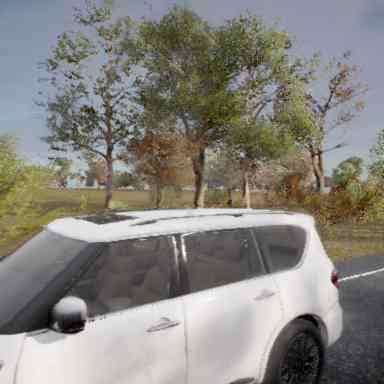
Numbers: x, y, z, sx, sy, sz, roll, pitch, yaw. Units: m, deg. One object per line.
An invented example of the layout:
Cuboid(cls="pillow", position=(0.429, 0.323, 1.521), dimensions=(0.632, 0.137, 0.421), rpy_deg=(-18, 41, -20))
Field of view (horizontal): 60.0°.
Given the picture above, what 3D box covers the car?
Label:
Cuboid(cls="car", position=(-0.725, 1.229, 3.451), dimensions=(5.566, 2.045, 2.150), rpy_deg=(0, 0, -35))
